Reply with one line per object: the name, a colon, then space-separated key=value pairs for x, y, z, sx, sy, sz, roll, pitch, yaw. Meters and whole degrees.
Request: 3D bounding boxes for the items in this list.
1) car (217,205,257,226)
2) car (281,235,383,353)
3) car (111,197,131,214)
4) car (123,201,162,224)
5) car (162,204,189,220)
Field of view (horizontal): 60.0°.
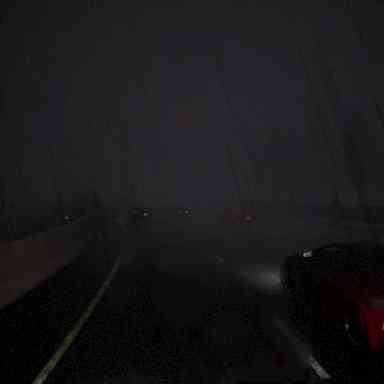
car: x=3.448 y=1.739 z=26.327 sx=1.882 sy=1.535 sz=5.008 roll=0 pitch=-1 yaw=-14
car: x=3.187 y=1.619 z=6.272 sx=1.994 sy=1.385 sz=4.181 roll=0 pitch=-1 yaw=-4
car: x=-8.959 y=1.689 z=42.157 sx=2.150 sy=2.045 sz=5.566 roll=0 pitch=0 yaw=-19
car: x=-4.230 y=1.806 z=27.812 sx=2.163 sy=1.488 sz=4.792 roll=0 pitch=-1 yaw=-16
car: x=-1.826 y=1.886 z=32.157 sx=2.033 sy=1.411 sz=5.357 roll=0 pitch=-1 yaw=-18
